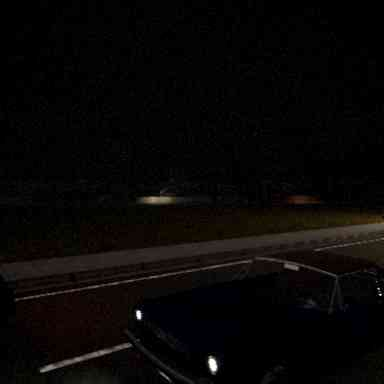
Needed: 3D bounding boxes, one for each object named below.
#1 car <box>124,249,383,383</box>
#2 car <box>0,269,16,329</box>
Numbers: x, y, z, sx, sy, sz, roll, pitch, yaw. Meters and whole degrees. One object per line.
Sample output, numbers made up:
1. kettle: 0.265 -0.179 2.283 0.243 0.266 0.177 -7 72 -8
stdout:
1. car: 1.508 1.607 4.758 4.718 1.301 1.895 0 0 -35
2. car: -4.956 1.599 4.143 4.718 1.301 1.895 0 0 -35
